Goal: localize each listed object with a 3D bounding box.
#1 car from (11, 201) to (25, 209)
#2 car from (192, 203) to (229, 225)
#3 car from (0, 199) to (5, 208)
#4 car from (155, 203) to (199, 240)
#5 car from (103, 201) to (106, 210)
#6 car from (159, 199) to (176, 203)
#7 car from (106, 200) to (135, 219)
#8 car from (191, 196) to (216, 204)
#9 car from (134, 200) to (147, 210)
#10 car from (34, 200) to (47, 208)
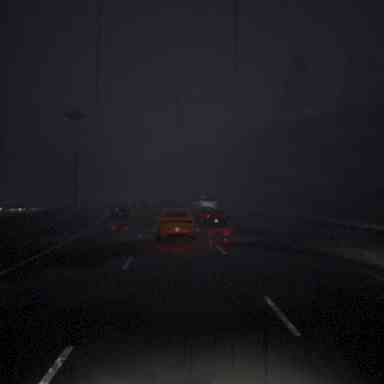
[{"bbox_3d":[-30.233,2.220,57.807,1.994,1.385,4.181,0,0,-24],"label":"car"},{"bbox_3d":[1.390,1.796,26.012,1.895,1.301,4.718,0,0,-9],"label":"car"},{"bbox_3d":[-36.507,2.094,62.704,2.097,1.767,4.553,0,0,-26],"label":"car"},{"bbox_3d":[-0.972,1.628,18.196,1.882,1.535,5.008,0,0,-6],"label":"car"},{"bbox_3d":[-13.146,2.035,53.325,1.812,1.442,4.674,0,0,-20],"label":"car"},{"bbox_3d":[-3.432,1.737,46.311,2.097,1.767,4.553,0,-1,-17],"label":"car"},{"bbox_3d":[-6.986,1.795,32.448,2.128,1.511,4.902,0,0,-12],"label":"car"},{"bbox_3d":[1.450,1.551,43.123,2.150,2.045,5.566,0,0,-16],"label":"car"},{"bbox_3d":[-7.974,1.933,49.423,2.128,1.511,4.902,0,-1,-19],"label":"car"},{"bbox_3d":[-27.508,2.188,60.299,1.812,1.442,4.674,0,0,-24],"label":"car"}]
